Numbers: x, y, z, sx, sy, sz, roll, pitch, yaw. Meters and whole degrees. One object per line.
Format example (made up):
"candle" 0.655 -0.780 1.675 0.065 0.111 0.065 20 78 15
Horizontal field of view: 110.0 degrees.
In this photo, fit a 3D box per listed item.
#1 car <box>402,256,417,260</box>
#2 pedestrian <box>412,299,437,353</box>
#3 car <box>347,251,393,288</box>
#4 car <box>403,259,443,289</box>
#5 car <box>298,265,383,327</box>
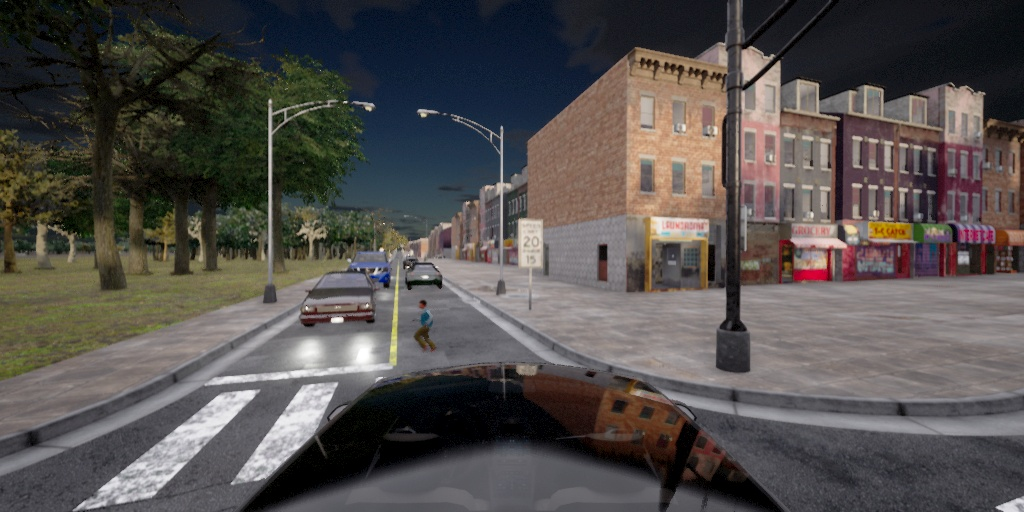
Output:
"car" -12.385 0.774 43.892 1.837 1.490 4.892 0 0 -17
"pedestrian" -1.729 1.406 7.237 0.500 1.100 0.500 1 0 -17
"car" -8.367 0.730 21.316 2.150 2.045 5.566 0 1 -18
"car" -5.306 1.090 21.375 1.994 1.385 4.181 0 1 -17
"car" -5.346 1.197 11.589 2.033 1.411 5.357 0 1 -20
